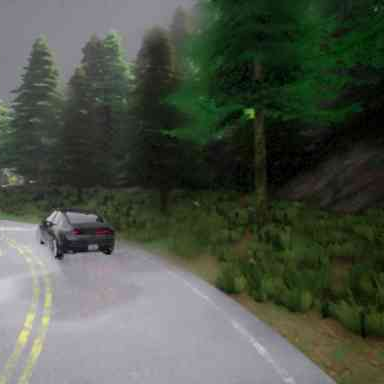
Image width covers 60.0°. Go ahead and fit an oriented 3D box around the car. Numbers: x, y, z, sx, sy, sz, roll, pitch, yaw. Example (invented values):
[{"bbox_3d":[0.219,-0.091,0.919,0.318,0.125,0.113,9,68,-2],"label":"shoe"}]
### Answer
[{"bbox_3d":[-4.320,1.361,12.161,1.837,1.490,4.892,2,1,-33],"label":"car"}]
